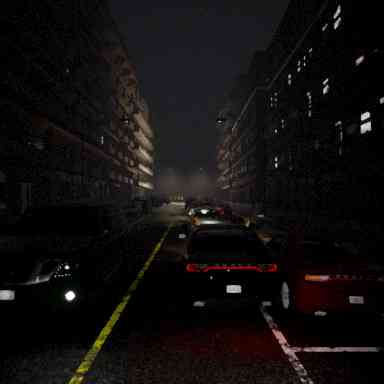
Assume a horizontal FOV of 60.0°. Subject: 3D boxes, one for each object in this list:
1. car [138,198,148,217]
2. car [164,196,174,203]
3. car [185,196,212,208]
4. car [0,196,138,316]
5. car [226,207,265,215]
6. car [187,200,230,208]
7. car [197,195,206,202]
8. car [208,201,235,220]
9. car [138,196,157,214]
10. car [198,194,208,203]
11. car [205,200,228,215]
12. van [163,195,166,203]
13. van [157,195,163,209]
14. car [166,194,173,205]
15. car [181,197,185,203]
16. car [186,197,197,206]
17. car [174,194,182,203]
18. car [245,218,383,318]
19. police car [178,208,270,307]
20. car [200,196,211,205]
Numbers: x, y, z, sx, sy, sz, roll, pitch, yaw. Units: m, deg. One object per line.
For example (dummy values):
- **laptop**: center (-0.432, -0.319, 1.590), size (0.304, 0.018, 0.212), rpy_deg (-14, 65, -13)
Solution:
- **car**: center (-5.352, 1.567, 29.423), size (1.752, 1.417, 4.829), rpy_deg (2, 0, 0)
- **car**: center (-5.449, 1.774, 79.368), size (1.947, 1.339, 4.313), rpy_deg (1, 0, 0)
- **car**: center (0.778, 1.381, 24.062), size (2.097, 1.767, 4.553), rpy_deg (0, 0, 0)
- **car**: center (-2.864, 1.228, 7.849), size (2.150, 2.045, 5.566), rpy_deg (0, 0, 0)
- **car**: center (2.560, 1.538, 13.125), size (1.752, 1.417, 4.829), rpy_deg (1, 0, 0)
- **car**: center (0.790, 1.475, 18.281), size (1.801, 1.575, 5.366), rpy_deg (0, 0, 0)
- **car**: center (2.389, 1.675, 84.856), size (1.967, 1.590, 4.097), rpy_deg (1, 0, 0)
- **car**: center (2.528, 1.587, 29.545), size (1.887, 1.381, 4.507), rpy_deg (1, 0, 0)
- **car**: center (-5.357, 1.369, 35.125), size (2.192, 1.841, 5.009), rpy_deg (2, 0, 0)
- **car**: center (2.414, 1.498, 73.793), size (2.192, 1.841, 5.009), rpy_deg (1, 0, 0)
- **car**: center (2.517, 1.604, 35.077), size (2.008, 1.369, 4.403), rpy_deg (1, 0, 0)
- **van**: center (-5.390, 1.441, 51.716), size (1.690, 1.788, 3.998), rpy_deg (1, 0, 0)
- **van**: center (-5.379, 1.423, 46.184), size (1.690, 1.788, 3.998), rpy_deg (2, 0, 0)
- **car**: center (-5.411, 1.454, 62.777), size (2.192, 1.841, 5.009), rpy_deg (1, 0, 0)
- **car**: center (-0.077, 1.626, 45.142), size (2.033, 1.411, 5.357), rpy_deg (0, 0, 0)
- **car**: center (-0.112, 1.629, 58.811), size (1.837, 1.490, 4.892), rpy_deg (0, 0, 0)
- **car**: center (-2.889, 1.531, 72.954), size (2.097, 1.767, 4.553), rpy_deg (0, 0, 0)
- **car**: center (2.570, 1.551, 7.423), size (1.887, 1.381, 4.507), rpy_deg (1, 0, 0)
- **police car**: center (0.694, 1.432, 8.194), size (1.930, 1.638, 5.238), rpy_deg (0, 0, 0)
- **car**: center (2.474, 1.579, 62.731), size (1.967, 1.590, 4.097), rpy_deg (1, 0, 0)
